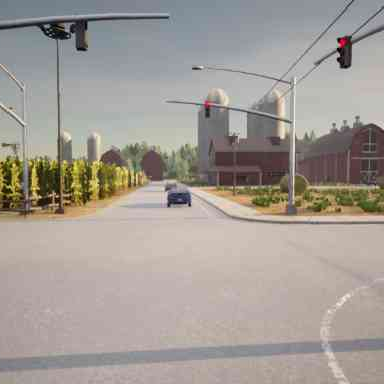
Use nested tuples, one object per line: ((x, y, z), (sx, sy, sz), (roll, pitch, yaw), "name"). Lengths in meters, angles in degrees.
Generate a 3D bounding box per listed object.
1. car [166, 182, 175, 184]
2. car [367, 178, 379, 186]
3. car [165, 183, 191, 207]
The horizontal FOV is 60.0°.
((-3.353, -0.826, 52.862), (2.128, 1.511, 4.902), (0, 3, -5), "car")
((42.351, -2.351, 77.562), (1.905, 1.878, 3.866), (10, 10, 41), "car")
((-1.118, 0.339, 27.632), (1.882, 1.535, 5.008), (0, 3, -5), "car")
